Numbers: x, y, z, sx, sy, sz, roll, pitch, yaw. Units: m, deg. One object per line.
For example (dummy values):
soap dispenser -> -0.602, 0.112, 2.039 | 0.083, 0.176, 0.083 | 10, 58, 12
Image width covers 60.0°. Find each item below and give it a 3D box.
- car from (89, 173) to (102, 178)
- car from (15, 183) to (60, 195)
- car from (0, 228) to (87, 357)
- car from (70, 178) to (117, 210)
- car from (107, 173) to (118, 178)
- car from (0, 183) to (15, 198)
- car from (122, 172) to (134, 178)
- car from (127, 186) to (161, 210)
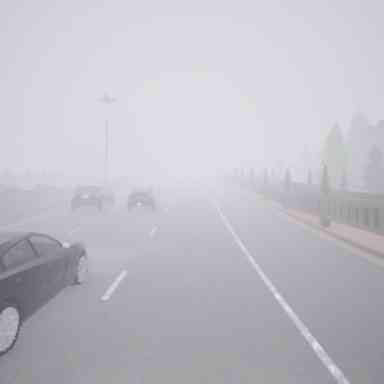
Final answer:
car -> -20.876, -3.337, 72.221 | 2.128, 1.511, 4.902 | 0, 3, 0
car -> -14.046, -0.118, 30.903 | 1.895, 1.301, 4.718 | 0, 4, 0
car -> -3.407, 1.380, 5.885 | 1.882, 1.535, 5.008 | 0, 2, 0
car -> -6.872, 0.194, 23.547 | 2.097, 1.767, 4.553 | 0, 4, 0
car -> -17.376, -3.336, 72.215 | 2.128, 1.511, 4.902 | 0, 3, 0
car -> -17.545, -0.120, 30.915 | 1.895, 1.301, 4.718 | 0, 4, 0
car -> -13.876, -3.506, 72.228 | 2.097, 1.767, 4.553 | 0, 3, 0
car -> -3.370, 0.339, 23.675 | 1.837, 1.490, 4.892 | 0, 4, 0
